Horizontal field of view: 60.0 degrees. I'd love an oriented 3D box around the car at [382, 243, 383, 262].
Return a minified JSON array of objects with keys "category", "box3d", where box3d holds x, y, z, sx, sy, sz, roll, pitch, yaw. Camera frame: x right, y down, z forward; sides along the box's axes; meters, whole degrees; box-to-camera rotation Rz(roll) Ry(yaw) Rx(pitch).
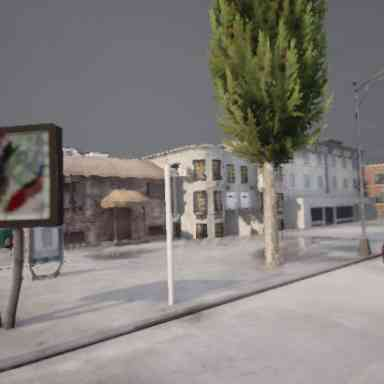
[{"category":"car","box3d":[8.621,1.803,12.045,5.008,1.535,1.882,0,-4,-41]}]
